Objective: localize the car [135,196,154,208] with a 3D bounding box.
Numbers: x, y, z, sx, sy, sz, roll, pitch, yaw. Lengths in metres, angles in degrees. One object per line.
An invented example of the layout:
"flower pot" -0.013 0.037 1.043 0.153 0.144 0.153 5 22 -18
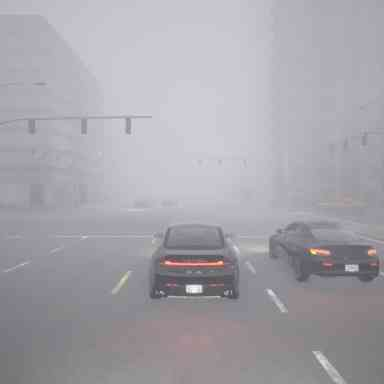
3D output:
"car" -7.086 1.601 48.423 1.895 1.301 4.718 0 0 0

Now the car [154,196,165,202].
"car" -6.999 1.502 71.818 1.994 1.385 4.181 0 0 0

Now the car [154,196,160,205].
"car" -7.078 1.477 57.560 1.882 1.535 5.008 0 0 0

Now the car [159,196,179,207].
"car" -3.568 1.477 52.546 1.882 1.535 5.008 0 0 0

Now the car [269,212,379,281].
"car" 3.564 1.526 9.693 1.812 1.442 4.674 0 0 0

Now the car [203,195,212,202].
"car" 3.501 1.363 73.944 1.812 1.442 4.674 0 0 0

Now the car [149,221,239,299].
"car" 0.058 1.505 8.437 1.837 1.490 4.892 0 0 0

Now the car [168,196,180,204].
"car" -3.531 1.547 64.702 2.033 1.411 5.357 0 0 0

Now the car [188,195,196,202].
"car" 0.001 1.364 73.944 2.128 1.511 4.902 0 0 0

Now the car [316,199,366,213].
"car" 15.871 1.478 35.605 5.008 1.535 1.882 0 0 1
